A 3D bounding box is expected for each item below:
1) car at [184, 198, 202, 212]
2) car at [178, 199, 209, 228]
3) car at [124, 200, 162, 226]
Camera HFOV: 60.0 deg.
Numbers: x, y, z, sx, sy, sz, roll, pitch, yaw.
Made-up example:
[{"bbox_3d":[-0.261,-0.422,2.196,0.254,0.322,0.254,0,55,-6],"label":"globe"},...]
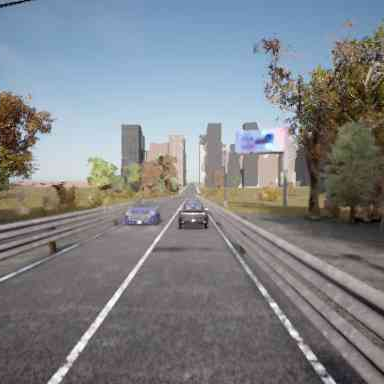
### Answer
[{"bbox_3d":[0.059,1.534,40.532,2.033,1.411,5.357,0,0,0],"label":"car"},{"bbox_3d":[0.085,1.484,22.086,2.128,1.511,4.902,0,0,0],"label":"car"},{"bbox_3d":[-3.364,1.344,23.485,2.097,1.767,4.553,0,0,0],"label":"car"}]
